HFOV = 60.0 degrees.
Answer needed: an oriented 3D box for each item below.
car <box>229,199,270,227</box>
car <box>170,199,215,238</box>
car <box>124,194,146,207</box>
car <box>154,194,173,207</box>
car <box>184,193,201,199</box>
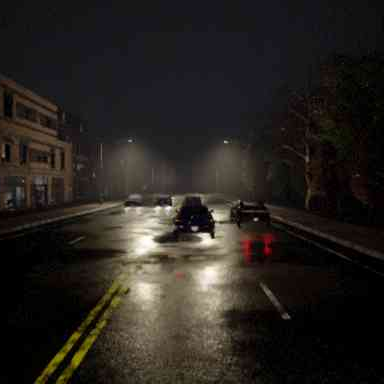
[{"bbox_3d":[3.357,1.192,19.908,2.128,1.511,4.902,0,1,0],"label":"car"},{"bbox_3d":[0.103,1.284,16.005,1.812,1.442,4.674,0,1,0],"label":"car"},{"bbox_3d":[-6.565,0.960,38.956,2.033,1.411,5.357,0,1,0],"label":"car"},{"bbox_3d":[-3.313,0.976,39.022,1.994,1.385,4.181,0,1,0],"label":"car"},{"bbox_3d":[0.110,0.884,40.309,2.128,1.511,4.902,0,1,0],"label":"car"}]
